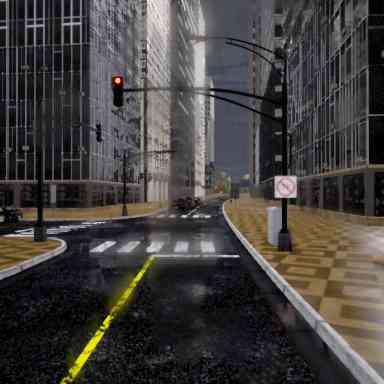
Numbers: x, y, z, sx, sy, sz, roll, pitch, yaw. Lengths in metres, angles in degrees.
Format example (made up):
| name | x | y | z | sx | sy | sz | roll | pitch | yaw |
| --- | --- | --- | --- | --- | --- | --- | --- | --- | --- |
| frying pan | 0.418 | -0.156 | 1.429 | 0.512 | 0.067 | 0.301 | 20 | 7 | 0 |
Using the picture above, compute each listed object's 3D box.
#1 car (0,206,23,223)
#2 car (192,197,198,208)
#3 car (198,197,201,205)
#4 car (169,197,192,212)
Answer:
| name | x | y | z | sx | sy | sz | roll | pitch | yaw |
| --- | --- | --- | --- | --- | --- | --- | --- | --- | --- |
| car | -16.520 | 1.854 | 28.032 | 4.403 | 1.369 | 2.008 | -1 | 1 | 10 |
| car | -0.604 | 1.462 | 48.445 | 1.837 | 1.490 | 4.892 | 0 | 0 | 6 |
| car | 0.502 | 1.501 | 58.404 | 1.994 | 1.385 | 4.181 | 0 | 0 | 7 |
| car | -1.486 | 1.450 | 38.637 | 1.882 | 1.535 | 5.008 | 0 | 0 | 5 |
